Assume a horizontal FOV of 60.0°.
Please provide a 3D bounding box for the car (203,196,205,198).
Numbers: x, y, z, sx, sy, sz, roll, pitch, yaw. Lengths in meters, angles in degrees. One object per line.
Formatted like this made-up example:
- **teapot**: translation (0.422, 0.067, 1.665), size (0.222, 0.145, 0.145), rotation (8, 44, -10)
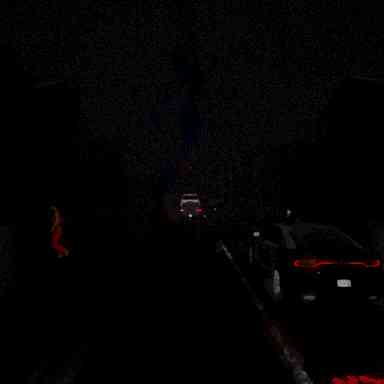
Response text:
- **car**: translation (2.215, 1.568, 69.664), size (1.887, 1.381, 4.507), rotation (-1, 0, 0)

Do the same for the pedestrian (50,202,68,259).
- **pedestrian**: translation (-4.174, 1.141, 10.256), size (0.375, 1.860, 0.375), rotation (-1, 1, -10)

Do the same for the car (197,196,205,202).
- **car**: translation (2.151, 1.614, 80.729), size (1.802, 1.307, 4.206), rotation (-1, 0, 0)

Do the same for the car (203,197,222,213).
- **car**: translation (2.405, 1.552, 37.220), size (2.008, 1.369, 4.403), rotation (-1, 0, 0)

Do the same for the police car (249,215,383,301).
- **police car**: translation (2.701, 1.423, 8.519), size (1.930, 1.638, 5.238), rotation (0, 0, 0)

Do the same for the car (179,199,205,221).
- **car**: translation (-0.102, 1.524, 27.089), size (1.812, 1.442, 4.674), rotation (0, 0, 0)

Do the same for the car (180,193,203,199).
- **car**: translation (-0.183, 1.222, 36.840), size (2.150, 2.045, 5.566), rotation (0, 0, 0)

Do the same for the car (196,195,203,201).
- **car**: translation (2.085, 1.587, 91.794), size (1.887, 1.381, 4.507), rotation (-1, 0, 0)
